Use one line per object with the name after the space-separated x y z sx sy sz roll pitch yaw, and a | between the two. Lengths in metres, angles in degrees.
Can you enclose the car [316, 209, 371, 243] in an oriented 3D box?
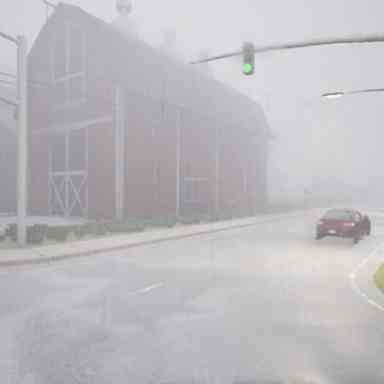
7.434 1.543 16.231 1.812 1.442 4.674 0 0 36 | car
